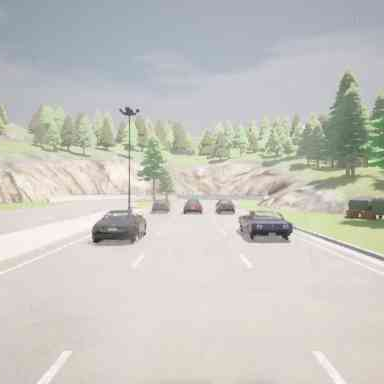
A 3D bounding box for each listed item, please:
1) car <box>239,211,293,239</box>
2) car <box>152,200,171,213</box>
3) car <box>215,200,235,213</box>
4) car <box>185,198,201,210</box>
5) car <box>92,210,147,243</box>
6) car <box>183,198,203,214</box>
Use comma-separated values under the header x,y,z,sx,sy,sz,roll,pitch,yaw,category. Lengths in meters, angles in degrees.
x,y,z,sx,sy,sz,roll,pitch,yaw,category
3.606,1.601,17.123,1.895,1.301,4.718,0,0,0,car
-3.388,1.547,37.355,2.033,1.411,5.357,0,0,0,car
3.611,1.547,36.653,2.033,1.411,5.357,0,0,0,car
0.165,1.547,44.502,2.033,1.411,5.357,0,0,1,car
-3.395,1.564,16.173,1.994,1.385,4.181,0,0,0,car
0.108,1.564,35.265,1.994,1.385,4.181,0,0,0,car
